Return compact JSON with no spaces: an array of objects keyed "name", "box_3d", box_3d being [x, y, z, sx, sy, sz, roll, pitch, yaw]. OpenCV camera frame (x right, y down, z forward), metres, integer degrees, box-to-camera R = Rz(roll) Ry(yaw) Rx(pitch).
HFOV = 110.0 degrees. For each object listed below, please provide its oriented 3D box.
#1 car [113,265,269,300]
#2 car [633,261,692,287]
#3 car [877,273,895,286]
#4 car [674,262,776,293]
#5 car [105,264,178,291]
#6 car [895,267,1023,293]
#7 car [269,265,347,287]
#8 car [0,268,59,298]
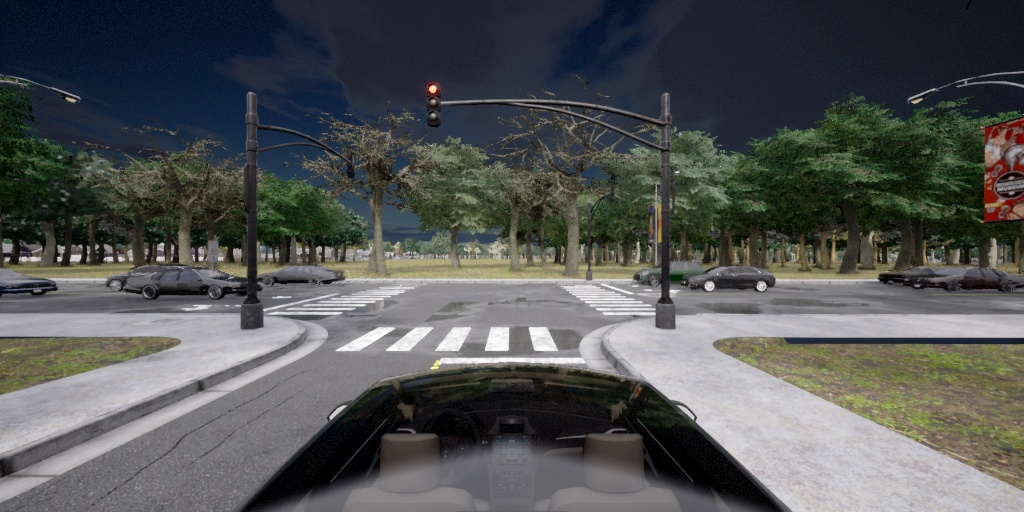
[{"name":"car","box_3d":[-15.099,1.282,17.111,5.357,1.411,2.033,0,0,0]},{"name":"car","box_3d":[10.470,1.109,23.834,4.553,1.767,2.097,0,0,0]},{"name":"car","box_3d":[27.415,1.383,23.849,4.718,1.301,1.895,0,0,0]},{"name":"car","box_3d":[12.318,1.268,20.587,4.892,1.490,1.837,0,0,0]},{"name":"car","box_3d":[-20.250,1.229,20.556,4.892,1.490,1.837,0,0,0]},{"name":"car","box_3d":[25.953,1.332,20.599,5.357,1.411,2.033,0,0,0]},{"name":"car","box_3d":[-13.970,1.274,23.813,5.357,1.411,2.033,0,0,0]},{"name":"car","box_3d":[-25.284,1.273,17.102,5.357,1.411,2.033,0,0,0]}]
